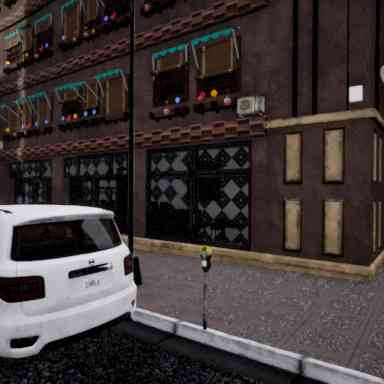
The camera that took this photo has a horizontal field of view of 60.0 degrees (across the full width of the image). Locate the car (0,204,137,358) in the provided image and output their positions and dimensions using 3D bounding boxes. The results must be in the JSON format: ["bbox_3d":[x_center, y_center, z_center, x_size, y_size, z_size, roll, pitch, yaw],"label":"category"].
[{"bbox_3d":[-3.425,1.223,5.762,5.566,2.045,2.150,0,0,36],"label":"car"}]
